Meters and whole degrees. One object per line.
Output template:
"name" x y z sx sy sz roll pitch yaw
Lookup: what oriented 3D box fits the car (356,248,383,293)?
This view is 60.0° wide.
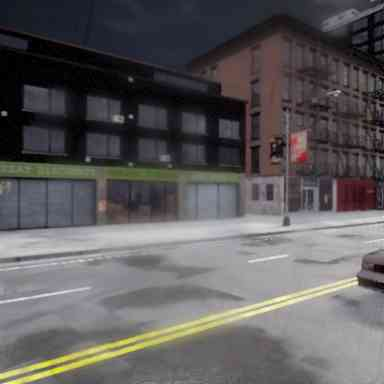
"car" 6.006 1.587 7.790 5.357 1.411 2.033 0 0 -35
